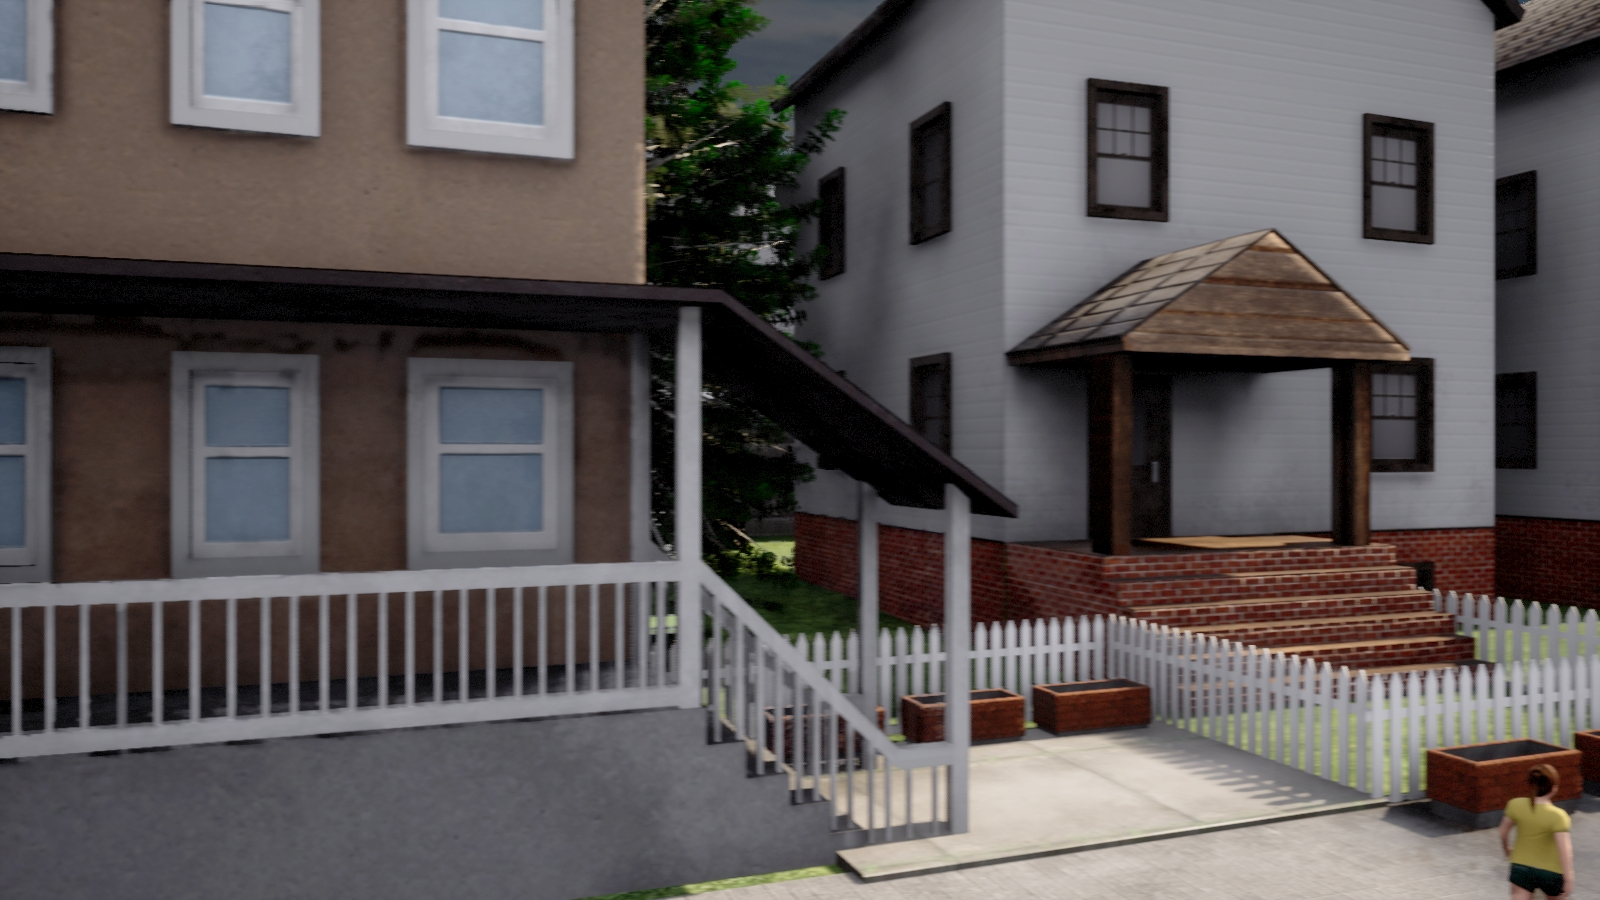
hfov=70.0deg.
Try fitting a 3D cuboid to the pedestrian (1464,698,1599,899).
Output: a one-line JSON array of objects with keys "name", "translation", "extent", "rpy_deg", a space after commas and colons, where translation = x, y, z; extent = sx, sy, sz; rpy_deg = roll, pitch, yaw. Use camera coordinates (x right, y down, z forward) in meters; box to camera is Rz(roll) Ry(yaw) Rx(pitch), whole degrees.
[{"name": "pedestrian", "translation": [3.797, 1.905, 5.882], "extent": [0.500, 1.100, 0.500], "rpy_deg": [0, 0, -36]}]
